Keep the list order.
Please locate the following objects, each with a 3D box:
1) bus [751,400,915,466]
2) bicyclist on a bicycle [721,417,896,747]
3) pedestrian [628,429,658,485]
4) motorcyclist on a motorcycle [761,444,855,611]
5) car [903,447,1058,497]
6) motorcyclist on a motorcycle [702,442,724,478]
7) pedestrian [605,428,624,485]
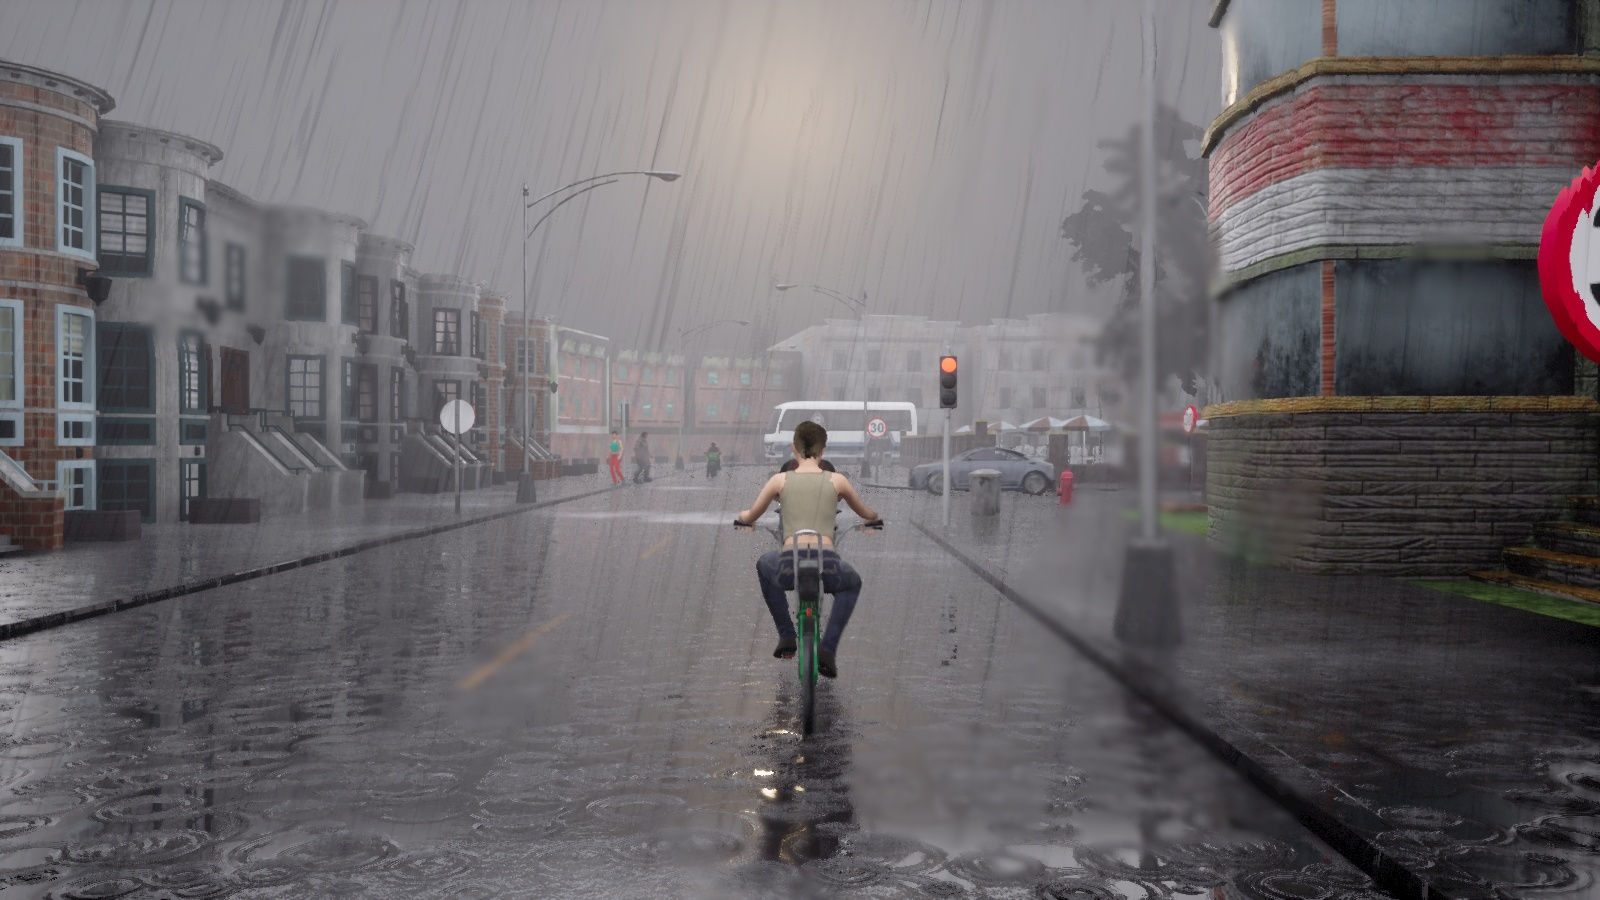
[{"bbox_3d":[2.170,-1.108,83.759,10.273,4.253,3.944,0,1,-12],"label":"bus"},{"bbox_3d":[0.048,0.641,7.004,0.866,1.612,1.509,0,3,0],"label":"bicyclist on a bicycle"},{"bbox_3d":[-5.567,0.237,44.600,0.873,1.952,0.659,0,0,14],"label":"pedestrian"},{"bbox_3d":[0.080,0.710,12.643,0.866,1.530,2.191,0,0,0],"label":"motorcyclist on a motorcycle"},{"bbox_3d":[5.106,0.611,35.997,4.181,1.385,1.994,0,0,2],"label":"car"},{"bbox_3d":[-3.723,0.420,54.162,0.797,1.523,2.044,0,0,0],"label":"motorcyclist on a motorcycle"},{"bbox_3d":[-6.015,0.221,40.799,0.345,1.836,0.594,0,0,23],"label":"pedestrian"}]
